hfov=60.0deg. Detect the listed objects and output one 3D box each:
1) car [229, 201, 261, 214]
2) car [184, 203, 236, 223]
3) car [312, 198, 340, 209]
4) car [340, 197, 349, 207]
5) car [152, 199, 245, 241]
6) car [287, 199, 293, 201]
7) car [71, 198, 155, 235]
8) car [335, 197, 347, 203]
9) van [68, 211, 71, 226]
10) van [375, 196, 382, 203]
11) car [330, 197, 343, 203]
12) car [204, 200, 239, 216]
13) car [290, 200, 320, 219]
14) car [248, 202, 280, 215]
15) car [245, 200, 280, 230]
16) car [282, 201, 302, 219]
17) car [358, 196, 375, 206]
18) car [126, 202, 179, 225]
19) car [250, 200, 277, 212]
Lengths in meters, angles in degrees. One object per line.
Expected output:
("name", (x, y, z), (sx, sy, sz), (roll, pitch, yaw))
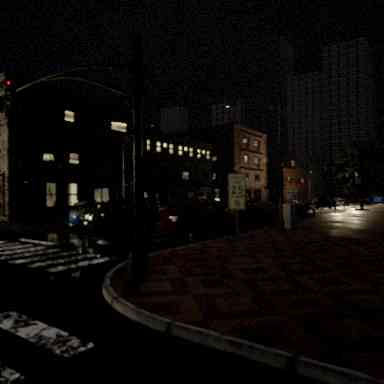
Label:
("car", (6.471, 1.818, 40.375), (2.008, 1.369, 4.403), (-1, -1, 35))
("car", (1.715, 1.742, 29.174), (2.033, 1.411, 5.357), (-1, -1, 35))
("car", (19.885, 1.616, 49.293), (2.097, 1.767, 4.553), (-1, -1, 35))
("car", (25.757, 1.909, 57.581), (1.895, 1.301, 4.718), (-1, -1, 36))
("car", (0.538, 1.412, 17.505), (2.192, 1.841, 5.009), (-1, -1, 35))
("car", (15.950, 1.859, 53.760), (1.752, 1.417, 4.829), (-1, -1, 35))
("car", (-4.299, 1.382, 20.688), (2.150, 2.045, 5.566), (-1, -1, 35))
("car", (38.397, 2.054, 85.455), (1.887, 1.381, 4.507), (-1, -1, 35))
("van", (-6.301, 1.530, 22.345), (1.690, 1.788, 3.998), (-1, -1, 35))
("van", (45.235, 1.758, 80.618), (1.690, 1.788, 3.998), (-1, -1, 35))
("car", (35.205, 2.033, 80.947), (2.008, 1.369, 4.403), (-1, -1, 35))
("car", (3.278, 1.686, 35.869), (1.967, 1.590, 4.097), (-1, -1, 35))
("car", (10.119, 1.720, 31.027), (1.947, 1.339, 4.313), (-1, -1, 35))
("car", (8.438, 1.838, 38.639), (1.895, 1.301, 4.718), (-1, -1, 35))
("car", (3.731, 1.430, 22.013), (2.192, 1.841, 5.009), (-1, -1, 35))
("car", (6.926, 1.679, 26.518), (1.887, 1.381, 4.507), (-1, -1, 35))
("car", (32.467, 1.864, 62.583), (2.008, 1.369, 4.403), (-1, -1, 35))
("car", (-3.108, 1.647, 26.852), (1.967, 1.590, 4.097), (-1, -1, 35))
("car", (9.664, 1.839, 44.883), (2.008, 1.369, 4.403), (-1, -1, 35))
